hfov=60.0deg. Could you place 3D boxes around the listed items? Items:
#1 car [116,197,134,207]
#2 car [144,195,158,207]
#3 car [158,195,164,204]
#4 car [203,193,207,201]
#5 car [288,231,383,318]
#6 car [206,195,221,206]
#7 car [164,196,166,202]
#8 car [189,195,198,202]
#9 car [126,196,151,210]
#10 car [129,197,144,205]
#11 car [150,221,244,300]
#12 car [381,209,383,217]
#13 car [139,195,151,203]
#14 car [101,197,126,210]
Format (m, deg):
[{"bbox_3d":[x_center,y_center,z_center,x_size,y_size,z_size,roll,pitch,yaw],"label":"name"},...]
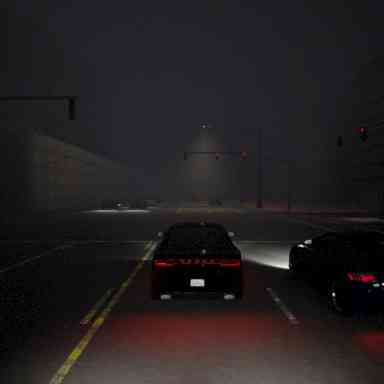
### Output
[{"bbox_3d":[-10.355,1.526,51.990,1.812,1.442,4.674,0,0,0],"label":"car"},{"bbox_3d":[-6.853,1.526,52.034,1.812,1.442,4.674,0,0,0],"label":"car"},{"bbox_3d":[-6.789,1.505,62.265,1.837,1.490,4.892,0,0,1],"label":"car"},{"bbox_3d":[3.866,1.524,83.858,1.812,1.442,4.674,0,0,0],"label":"car"},{"bbox_3d":[3.606,1.564,7.462,1.994,1.385,4.181,0,0,0],"label":"car"},{"bbox_3d":[3.838,1.525,55.973,1.812,1.442,4.674,0,0,0],"label":"car"},{"bbox_3d":[-6.683,1.496,72.706,1.837,1.490,4.892,0,0,0],"label":"car"},{"bbox_3d":[0.319,1.515,73.040,1.812,1.442,4.674,0,0,0],"label":"car"},{"bbox_3d":[-6.904,1.564,43.277,1.994,1.385,4.181,0,0,0],"label":"car"},{"bbox_3d":[-10.292,1.564,61.890,1.994,1.385,4.181,0,0,1],"label":"car"},{"bbox_3d":[0.106,1.478,8.443,1.882,1.535,5.008,0,0,0],"label":"car"},{"bbox_3d":[18.046,1.352,27.121,4.553,1.767,2.097,0,0,0],"label":"car"},{"bbox_3d":[-10.185,1.475,72.305,1.882,1.535,5.008,0,0,0],"label":"car"},{"bbox_3d":[-10.405,1.564,43.237,1.994,1.385,4.181,0,0,0],"label":"car"}]
